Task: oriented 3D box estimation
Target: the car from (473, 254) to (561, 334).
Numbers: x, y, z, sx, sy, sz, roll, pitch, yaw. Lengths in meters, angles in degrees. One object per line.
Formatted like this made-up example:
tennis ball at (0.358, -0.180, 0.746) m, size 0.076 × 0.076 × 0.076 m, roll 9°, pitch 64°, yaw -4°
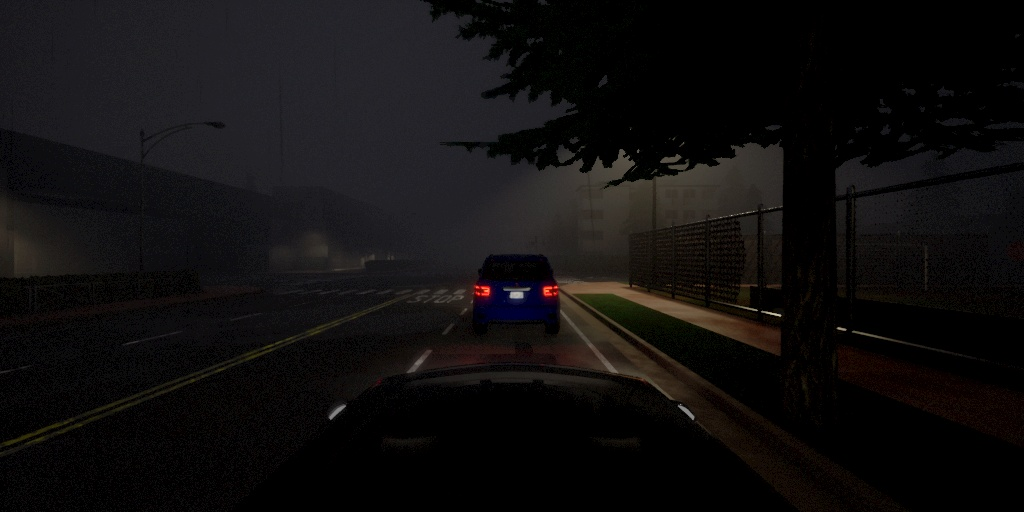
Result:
car at (0.115, 0.971, 10.738) m, size 2.150 × 2.045 × 5.566 m, roll 0°, pitch 0°, yaw 0°
